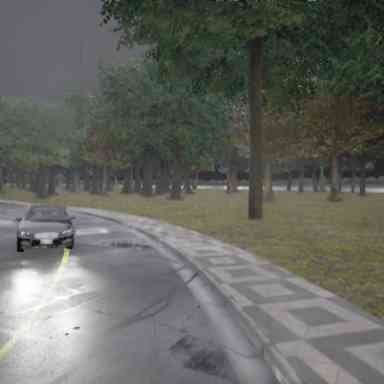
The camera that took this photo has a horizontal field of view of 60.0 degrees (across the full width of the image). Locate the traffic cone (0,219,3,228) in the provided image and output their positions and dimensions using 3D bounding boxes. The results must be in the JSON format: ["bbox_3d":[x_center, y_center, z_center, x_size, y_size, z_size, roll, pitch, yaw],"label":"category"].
[{"bbox_3d":[-10.191,1.589,17.608,0.340,0.580,0.340,0,2,-31],"label":"traffic cone"}]

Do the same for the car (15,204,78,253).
[{"bbox_3d":[-5.633,1.272,12.957,2.128,1.511,4.902,0,1,-23],"label":"car"}]
